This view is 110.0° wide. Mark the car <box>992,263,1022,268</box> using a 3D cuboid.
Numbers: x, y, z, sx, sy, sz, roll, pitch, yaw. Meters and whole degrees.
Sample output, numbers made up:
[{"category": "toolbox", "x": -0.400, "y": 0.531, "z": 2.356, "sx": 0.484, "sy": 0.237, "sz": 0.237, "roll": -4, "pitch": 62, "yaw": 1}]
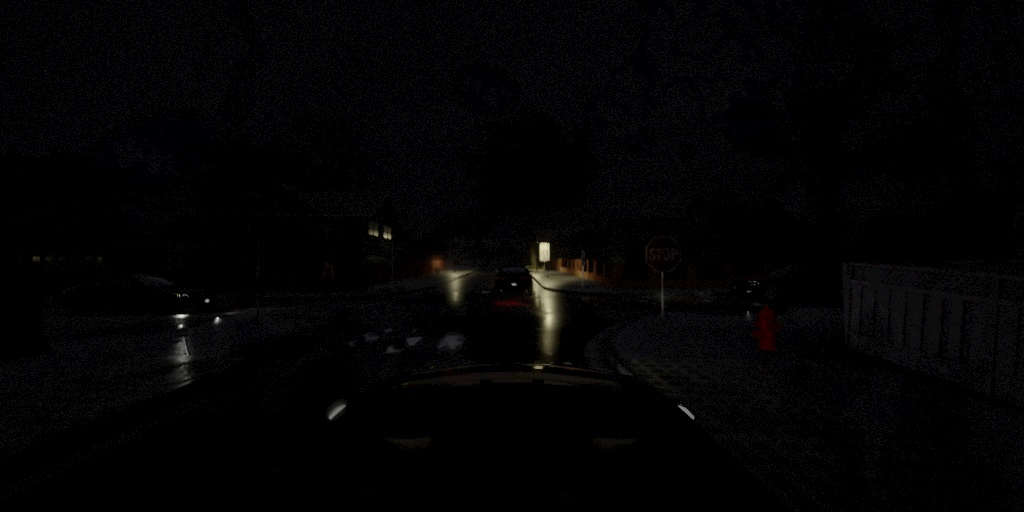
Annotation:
[{"category": "car", "x": 21.697, "y": 0.983, "z": 15.431, "sx": 4.892, "sy": 1.490, "sz": 1.837, "roll": -1, "pitch": -2, "yaw": 1}]

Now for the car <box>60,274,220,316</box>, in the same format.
[{"category": "car", "x": -13.301, "y": 1.361, "z": 12.927, "sx": 4.674, "sy": 1.442, "sz": 1.812, "roll": -1, "pitch": -2, "yaw": 0}]

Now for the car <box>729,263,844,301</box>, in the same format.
[{"category": "car", "x": 12.185, "y": 1.074, "z": 15.559, "sx": 5.008, "sy": 1.535, "sz": 1.882, "roll": -1, "pitch": -2, "yaw": 1}]

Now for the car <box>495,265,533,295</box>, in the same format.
[{"category": "car", "x": 0.101, "y": 1.206, "z": 19.555, "sx": 1.882, "sy": 1.535, "sz": 5.008, "roll": 0, "pitch": 0, "yaw": 0}]

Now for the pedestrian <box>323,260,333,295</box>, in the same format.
[{"category": "pedestrian", "x": -9.666, "y": 1.112, "z": 18.769, "sx": 0.375, "sy": 1.860, "sz": 0.375, "roll": 0, "pitch": -1, "yaw": 1}]
